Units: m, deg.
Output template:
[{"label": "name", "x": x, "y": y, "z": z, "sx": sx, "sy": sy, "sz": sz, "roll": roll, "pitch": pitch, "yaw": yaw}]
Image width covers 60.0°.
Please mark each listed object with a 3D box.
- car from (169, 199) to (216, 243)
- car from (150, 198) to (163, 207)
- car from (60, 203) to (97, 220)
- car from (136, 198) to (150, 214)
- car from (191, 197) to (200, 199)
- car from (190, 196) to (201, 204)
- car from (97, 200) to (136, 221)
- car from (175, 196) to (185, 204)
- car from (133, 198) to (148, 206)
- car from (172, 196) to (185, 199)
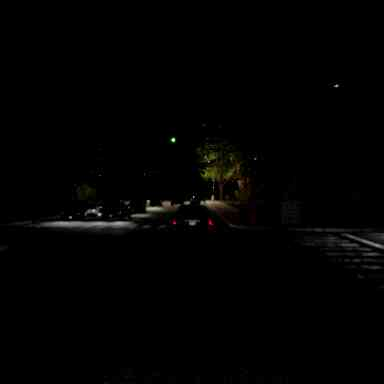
[{"label": "car", "x": 0.025, "y": 1.408, "z": 16.716, "sx": 2.097, "sy": 1.767, "sz": 4.553, "roll": 0, "pitch": 0, "yaw": 0}, {"label": "car", "x": -6.029, "y": 1.732, "z": 55.623, "sx": 2.128, "sy": 1.511, "sz": 4.902, "roll": 0, "pitch": 0, "yaw": 1}, {"label": "car", "x": -9.774, "y": 1.684, "z": 29.547, "sx": 2.033, "sy": 1.411, "sz": 5.357, "roll": 0, "pitch": 0, "yaw": 1}, {"label": "car", "x": -6.380, "y": 1.699, "z": 38.258, "sx": 1.812, "sy": 1.442, "sz": 4.674, "roll": 0, "pitch": 0, "yaw": 1}, {"label": "car", "x": 0.566, "y": 1.760, "z": 59.466, "sx": 1.837, "sy": 1.490, "sz": 4.892, "roll": 0, "pitch": 0, "yaw": 1}, {"label": "car", "x": 0.743, "y": 1.713, "z": 69.883, "sx": 2.128, "sy": 1.511, "sz": 4.902, "roll": 0, "pitch": 0, "yaw": 1}, {"label": "car", "x": -6.536, "y": 1.661, "z": 29.201, "sx": 1.812, "sy": 1.442, "sz": 4.674, "roll": 0, "pitch": 0, "yaw": 1}, {"label": "car", "x": -2.506, "y": 1.665, "z": 69.938, "sx": 1.882, "sy": 1.535, "sz": 5.008, "roll": 0, "pitch": 0, "yaw": 1}, {"label": "car", "x": -9.196, "y": 1.818, "z": 59.597, "sx": 1.994, "sy": 1.385, "sz": 4.181, "roll": 0, "pitch": 0, "yaw": 1}, {"label": "car", "x": -2.677, "y": 1.608, "z": 59.875, "sx": 2.097, "sy": 1.767, "sz": 4.553, "roll": 0, "pitch": 0, "yaw": 1}]
